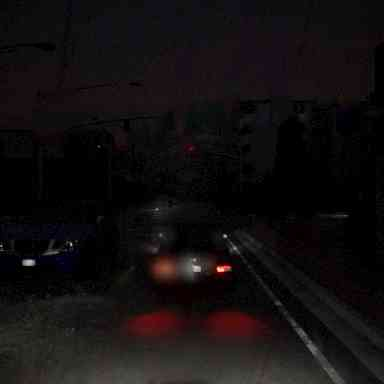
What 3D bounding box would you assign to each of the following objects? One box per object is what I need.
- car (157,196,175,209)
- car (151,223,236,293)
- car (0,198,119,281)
[{"bbox_3d":[-3.681,1.505,45.605,1.837,1.490,4.892,0,0,0],"label":"car"},{"bbox_3d":[0.040,1.547,9.000,2.033,1.411,5.357,0,0,0],"label":"car"},{"bbox_3d":[-3.712,1.221,10.188,2.150,2.045,5.566,0,0,-1],"label":"car"}]
